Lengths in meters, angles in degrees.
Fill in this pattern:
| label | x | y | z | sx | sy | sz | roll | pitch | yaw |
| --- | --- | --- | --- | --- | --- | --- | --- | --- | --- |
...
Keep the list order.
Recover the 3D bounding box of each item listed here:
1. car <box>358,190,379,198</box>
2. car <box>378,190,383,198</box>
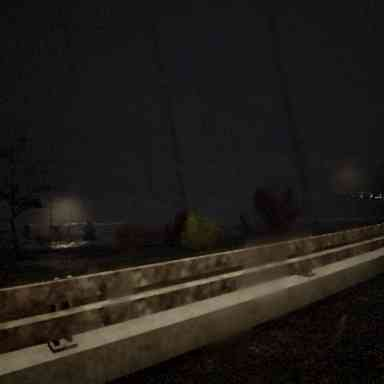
| label | x | y | z | sx | sy | sz | roll | pitch | yaw |
| --- | --- | --- | --- | --- | --- | --- | --- | --- | --- |
| car | 43.725 | 0.835 | 82.667 | 1.994 | 1.385 | 4.181 | -1 | 0 | 0 |
| car | 47.232 | 0.801 | 82.714 | 1.994 | 1.385 | 4.181 | -1 | 0 | 0 |
